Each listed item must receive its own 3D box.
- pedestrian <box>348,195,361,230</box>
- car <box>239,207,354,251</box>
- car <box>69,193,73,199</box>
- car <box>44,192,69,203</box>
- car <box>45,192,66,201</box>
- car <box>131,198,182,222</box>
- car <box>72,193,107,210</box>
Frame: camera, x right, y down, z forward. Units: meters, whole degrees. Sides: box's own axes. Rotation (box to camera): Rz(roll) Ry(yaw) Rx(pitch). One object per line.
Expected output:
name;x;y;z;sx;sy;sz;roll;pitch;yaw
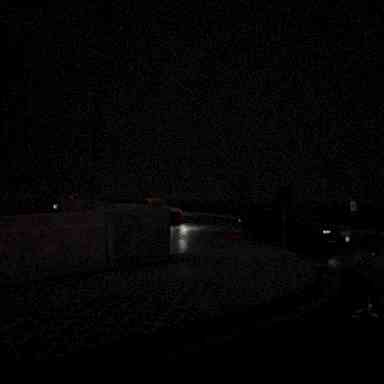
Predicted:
pedestrian;8.572;1.064;17.571;0.375;1.860;0.375;1;-1;-36
car;4.078;1.378;13.771;2.128;1.511;4.902;1;0;-36
car;-17.700;0.889;49.038;1.812;1.442;4.674;1;0;-36
car;-19.309;0.880;46.402;2.128;1.511;4.902;1;0;-36
car;-23.431;0.777;56.992;2.033;1.411;5.357;1;0;-36
car;-2.575;1.217;23.010;1.882;1.535;5.008;1;1;-36
car;-10.093;1.048;33.465;1.882;1.535;5.008;1;1;-36
